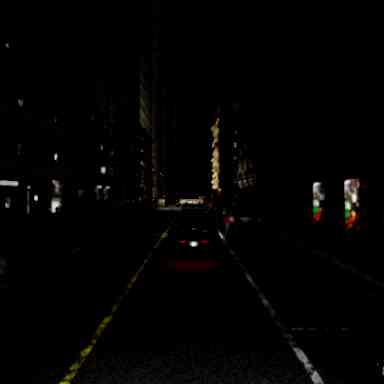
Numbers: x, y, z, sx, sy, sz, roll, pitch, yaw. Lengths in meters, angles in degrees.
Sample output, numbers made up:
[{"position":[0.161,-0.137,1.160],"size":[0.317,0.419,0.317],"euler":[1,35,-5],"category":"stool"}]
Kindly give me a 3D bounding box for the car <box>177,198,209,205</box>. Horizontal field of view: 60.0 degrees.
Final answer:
[{"position":[0.081,1.518,29.025],"size":[2.128,1.511,4.902],"euler":[0,0,0],"category":"car"}]

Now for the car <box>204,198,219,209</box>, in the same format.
[{"position":[2.706,1.571,47.227],"size":[1.752,1.417,4.829],"euler":[0,0,0],"category":"car"}]

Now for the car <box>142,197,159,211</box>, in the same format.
[{"position":[-5.676,1.479,41.375],"size":[1.967,1.590,4.097],"euler":[0,0,0],"category":"car"}]

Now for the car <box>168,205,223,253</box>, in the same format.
[{"position":[0.075,1.517,13.838],"size":[1.837,1.490,4.892],"euler":[0,0,0],"category":"car"}]

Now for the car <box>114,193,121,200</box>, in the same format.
[{"position":[-17.539,1.079,66.431],"size":[5.009,1.841,2.192],"euler":[1,-1,0],"category":"car"}]

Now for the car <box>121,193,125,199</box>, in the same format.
[{"position":[-17.671,1.109,74.809],"size":[5.009,1.841,2.192],"euler":[1,-1,0],"category":"car"}]

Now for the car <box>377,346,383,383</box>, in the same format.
[{"position":[2.694,1.552,1.598],"size":[2.008,1.369,4.403],"euler":[0,0,0],"category":"car"}]

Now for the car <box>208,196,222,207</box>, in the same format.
[{"position":[2.701,1.466,30.010],"size":[1.967,1.590,4.097],"euler":[0,0,0],"category":"car"}]

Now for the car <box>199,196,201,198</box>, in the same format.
[{"position":[2.769,1.699,94.763],"size":[1.802,1.307,4.206],"euler":[0,0,0],"category":"car"}]

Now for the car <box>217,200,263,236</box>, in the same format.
[{"position":[2.698,1.455,18.644],"size":[1.967,1.590,4.097],"euler":[0,0,0],"category":"car"}]

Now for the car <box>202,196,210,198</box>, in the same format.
[{"position":[2.705,1.354,41.375],"size":[2.192,1.841,5.009],"euler":[0,0,0],"category":"car"}]

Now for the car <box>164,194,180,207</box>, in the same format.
[{"position":[-3.047,1.276,51.566],"size":[2.150,2.045,5.566],"euler":[0,0,0],"category":"car"}]

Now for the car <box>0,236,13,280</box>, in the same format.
[{"position":[-5.685,1.557,7.281],"size":[2.008,1.369,4.403],"euler":[0,0,0],"category":"car"}]

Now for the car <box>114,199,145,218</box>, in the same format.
[{"position":[-5.679,1.608,30.010],"size":[1.802,1.307,4.206],"euler":[0,0,0],"category":"car"}]
